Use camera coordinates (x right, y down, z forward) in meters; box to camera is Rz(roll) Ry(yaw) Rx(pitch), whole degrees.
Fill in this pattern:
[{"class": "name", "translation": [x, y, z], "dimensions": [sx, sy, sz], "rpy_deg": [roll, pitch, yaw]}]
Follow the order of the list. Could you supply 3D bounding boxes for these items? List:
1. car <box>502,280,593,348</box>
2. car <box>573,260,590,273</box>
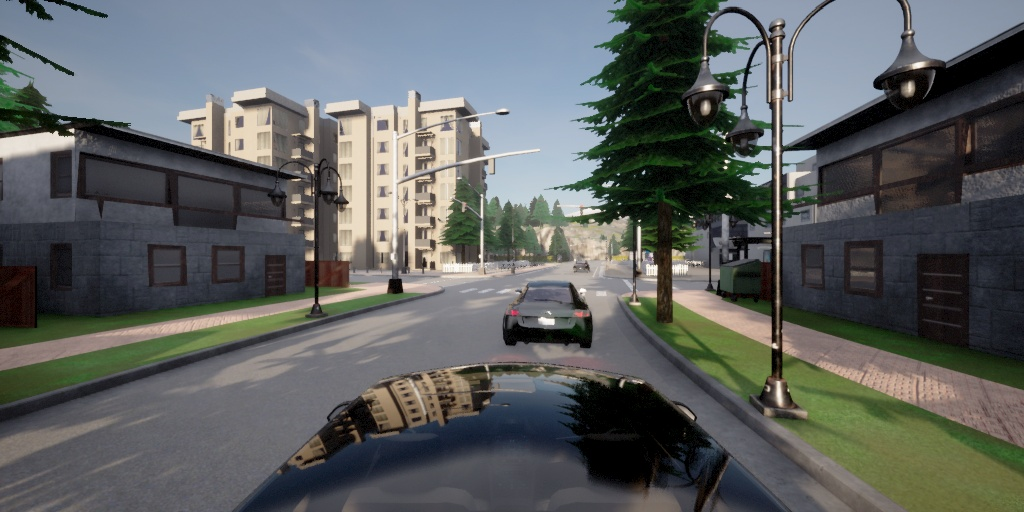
[{"class": "car", "translation": [0.994, 1.314, 9.322], "dimensions": [1.994, 1.385, 4.181], "rpy_deg": [0, 0, 8]}, {"class": "car", "translation": [8.735, 1.276, 44.869], "dimensions": [2.128, 1.511, 4.902], "rpy_deg": [0, 0, 14]}]
